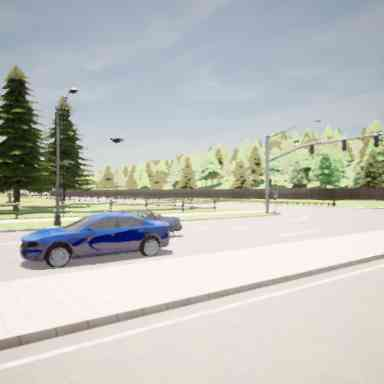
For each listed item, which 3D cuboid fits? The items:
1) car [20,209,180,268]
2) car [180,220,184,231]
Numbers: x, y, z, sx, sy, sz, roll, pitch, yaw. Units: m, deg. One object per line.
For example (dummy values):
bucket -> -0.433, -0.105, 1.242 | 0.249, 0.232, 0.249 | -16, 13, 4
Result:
car -> -3.128, 1.480, 11.502 | 5.008, 1.535, 1.882 | 0, 0, -35
car -> -3.004, 1.551, 15.851 | 5.357, 1.411, 2.033 | 0, 0, -35
